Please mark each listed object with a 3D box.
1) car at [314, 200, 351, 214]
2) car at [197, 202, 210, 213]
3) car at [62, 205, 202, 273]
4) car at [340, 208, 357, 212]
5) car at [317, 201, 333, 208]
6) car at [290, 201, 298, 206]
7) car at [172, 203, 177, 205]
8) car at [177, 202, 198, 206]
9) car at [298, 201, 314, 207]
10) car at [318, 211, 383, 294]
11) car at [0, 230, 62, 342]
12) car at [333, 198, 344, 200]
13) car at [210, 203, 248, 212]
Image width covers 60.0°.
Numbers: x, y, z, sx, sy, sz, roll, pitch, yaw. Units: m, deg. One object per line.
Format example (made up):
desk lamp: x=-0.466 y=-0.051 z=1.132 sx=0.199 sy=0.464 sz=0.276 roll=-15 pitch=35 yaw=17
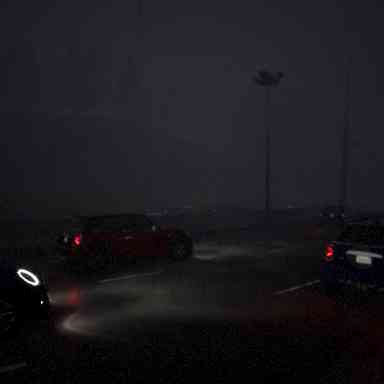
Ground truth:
car: x=11.336 y=1.753 z=25.483 sx=2.097 sy=1.767 sz=4.553 roll=0 pitch=-1 yaw=38
car: x=3.107 y=1.968 z=37.971 sx=1.882 sy=1.535 sz=5.008 roll=0 pitch=-1 yaw=36
car: x=-2.151 y=1.475 z=11.345 sx=4.553 sy=1.767 sz=2.097 roll=1 pitch=-1 yaw=-39
car: x=9.983 y=1.807 z=18.290 sx=1.837 sy=1.490 sz=4.892 roll=0 pitch=-1 yaw=42
car: x=29.564 y=2.666 z=73.996 sx=2.033 sy=1.411 sz=5.357 roll=0 pitch=-1 yaw=36
car: x=24.947 y=2.763 z=79.542 sx=1.895 sy=1.301 sz=4.718 roll=0 pitch=-1 yaw=36
car: x=-1.960 y=2.113 z=42.903 sx=1.895 sy=1.301 sz=4.718 roll=0 pitch=-1 yaw=36
car: x=0.811 y=1.985 z=40.756 sx=1.882 sy=1.535 sz=5.008 roll=0 pitch=-1 yaw=36
car: x=26.492 y=2.678 z=75.725 sx=1.994 sy=1.385 sz=4.181 roll=0 pitch=-1 yaw=36
car: x=5.252 y=1.498 z=8.524 sx=4.553 sy=1.767 sz=2.097 roll=1 pitch=-1 yaw=-42
car: x=-4.663 y=1.378 z=5.028 sx=4.553 sy=1.767 sz=2.097 roll=1 pitch=-1 yaw=-35
car: x=30.326 y=2.308 z=69.108 sx=2.150 sy=2.045 sz=5.566 roll=0 pitch=-1 yaw=36
car: x=4.067 y=2.006 z=33.384 sx=1.994 sy=1.385 sz=4.181 roll=0 pitch=-1 yaw=37
